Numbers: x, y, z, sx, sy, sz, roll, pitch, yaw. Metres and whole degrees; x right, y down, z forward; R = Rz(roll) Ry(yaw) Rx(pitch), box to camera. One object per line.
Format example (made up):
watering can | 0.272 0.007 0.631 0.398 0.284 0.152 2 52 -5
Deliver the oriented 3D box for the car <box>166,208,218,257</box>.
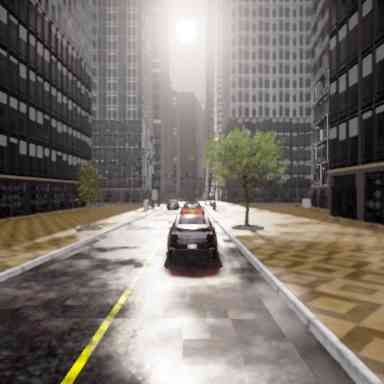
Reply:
car | 0.025 1.625 13.524 2.128 1.511 4.902 0 0 0

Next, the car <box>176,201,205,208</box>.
car | 0.033 1.633 28.430 2.097 1.767 4.553 0 -1 0

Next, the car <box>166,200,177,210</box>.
car | -2.993 2.031 52.577 2.128 1.511 4.902 0 -1 0
